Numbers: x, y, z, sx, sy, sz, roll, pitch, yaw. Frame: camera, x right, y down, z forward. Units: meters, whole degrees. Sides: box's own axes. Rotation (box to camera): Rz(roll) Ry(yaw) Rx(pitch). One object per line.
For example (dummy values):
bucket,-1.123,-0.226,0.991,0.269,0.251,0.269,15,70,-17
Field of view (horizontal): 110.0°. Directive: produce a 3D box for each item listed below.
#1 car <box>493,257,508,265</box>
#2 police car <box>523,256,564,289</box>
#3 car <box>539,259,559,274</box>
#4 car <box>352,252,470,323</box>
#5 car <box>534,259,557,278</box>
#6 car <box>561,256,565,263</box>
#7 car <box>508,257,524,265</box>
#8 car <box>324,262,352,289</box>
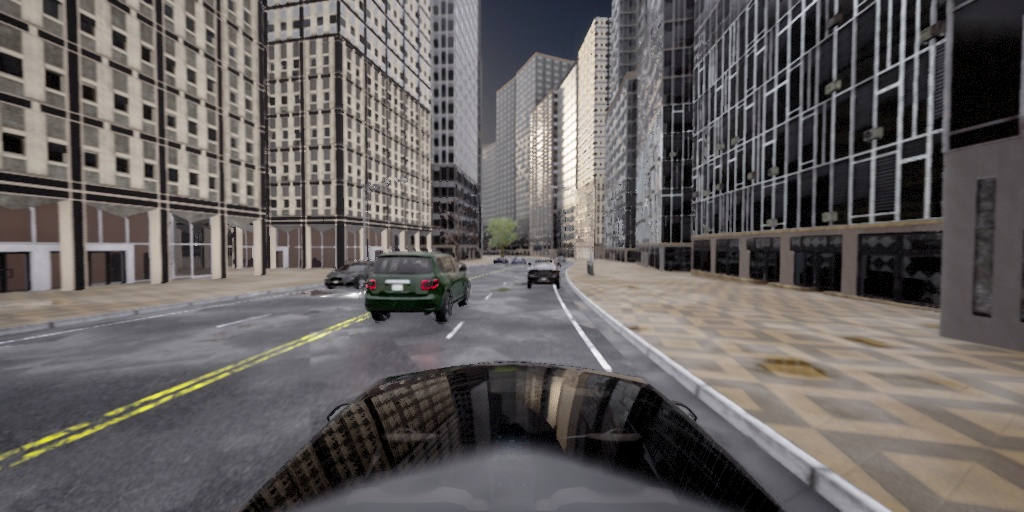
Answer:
car,-1.947,0.879,62.343,1.895,1.301,4.718,0,0,13
police car,1.951,1.038,22.113,1.930,1.638,5.238,0,0,5
car,3.906,1.038,37.484,1.812,1.442,4.674,0,0,9
car,-2.846,0.890,11.964,2.150,2.045,5.566,0,0,3
car,3.046,1.028,31.694,1.882,1.535,5.008,0,0,8
car,6.580,0.935,55.709,2.033,1.411,5.357,0,1,12
car,1.175,0.830,61.475,1.812,1.442,4.674,0,0,13
car,-8.934,1.084,21.013,1.837,1.490,4.892,0,0,5
